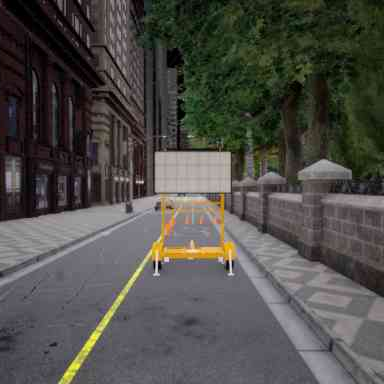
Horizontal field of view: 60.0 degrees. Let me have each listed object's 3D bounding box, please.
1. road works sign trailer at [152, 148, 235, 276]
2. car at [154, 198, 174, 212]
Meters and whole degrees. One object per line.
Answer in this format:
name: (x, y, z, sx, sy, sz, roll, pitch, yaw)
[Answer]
road works sign trailer: (0.026, 0.453, 10.327, 2.380, 3.560, 2.880, 0, 0, -1)
car: (-3.135, 1.429, 37.698, 1.812, 1.442, 4.674, 0, 0, 0)
